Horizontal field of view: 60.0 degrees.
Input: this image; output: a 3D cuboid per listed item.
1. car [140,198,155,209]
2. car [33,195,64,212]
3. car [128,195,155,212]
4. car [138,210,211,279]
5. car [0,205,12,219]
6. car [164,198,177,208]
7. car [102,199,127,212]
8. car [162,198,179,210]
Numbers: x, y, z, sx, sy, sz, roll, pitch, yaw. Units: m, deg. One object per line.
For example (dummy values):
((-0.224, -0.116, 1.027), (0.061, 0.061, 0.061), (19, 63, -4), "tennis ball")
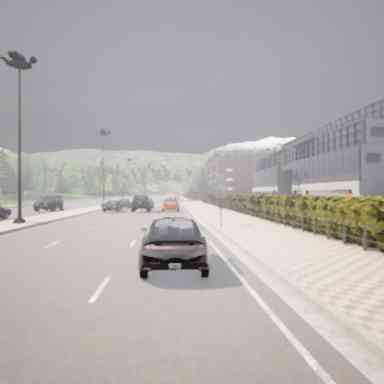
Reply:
((-6.774, 1.663, 51.119), (1.882, 1.535, 5.008), (0, 0, -4), "car")
((-17.711, 1.403, 41.437), (2.150, 2.045, 5.566), (0, -1, -3), "car")
((-6.101, 1.370, 40.452), (2.150, 2.045, 5.566), (0, 0, -4), "car")
((-0.561, 1.528, 10.181), (2.128, 1.511, 4.902), (0, 0, -4), "car")
((-16.872, 1.732, 27.430), (1.895, 1.301, 4.718), (0, 0, -4), "car")
((-3.281, 1.683, 51.342), (1.837, 1.490, 4.892), (0, 0, -4), "car")
((-9.618, 1.705, 40.616), (2.033, 1.411, 5.357), (0, 0, -4), "car")
((-2.649, 1.495, 41.331), (2.097, 1.767, 4.553), (0, 0, -4), "car")
